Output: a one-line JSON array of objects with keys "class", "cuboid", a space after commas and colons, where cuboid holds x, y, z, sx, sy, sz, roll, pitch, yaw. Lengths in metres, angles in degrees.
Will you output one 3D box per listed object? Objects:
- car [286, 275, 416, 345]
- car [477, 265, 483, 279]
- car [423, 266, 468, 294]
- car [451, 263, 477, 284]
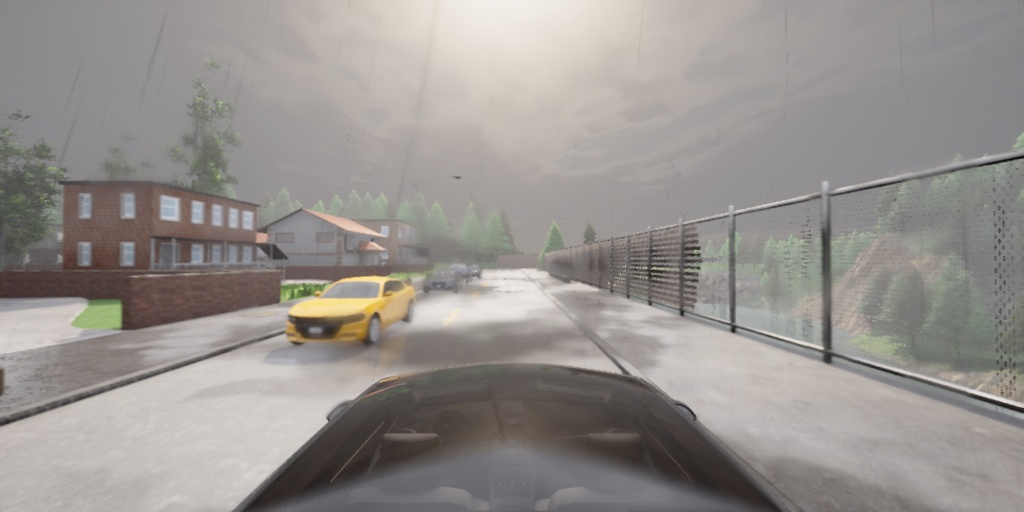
[{"class": "car", "cuboid": [-4.130, 1.325, 10.039, 1.882, 1.535, 5.008, 0, -1, 0]}, {"class": "car", "cuboid": [-4.159, 1.691, 38.758, 1.837, 1.490, 4.892, 0, -1, 0]}, {"class": "car", "cuboid": [-4.171, 1.555, 22.453, 1.994, 1.385, 4.181, 0, -1, 0]}, {"class": "car", "cuboid": [-4.107, 1.298, 28.093, 1.812, 1.442, 4.674, 0, -1, 0]}]
